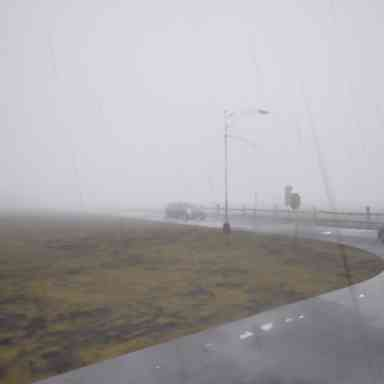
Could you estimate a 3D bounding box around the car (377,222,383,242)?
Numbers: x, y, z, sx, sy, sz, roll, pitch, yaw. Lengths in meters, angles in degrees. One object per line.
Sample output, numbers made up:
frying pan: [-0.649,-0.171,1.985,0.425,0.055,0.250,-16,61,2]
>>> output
car: [10.408,1.654,14.409,1.994,1.385,4.181,-1,-1,-35]

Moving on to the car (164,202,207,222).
car: [-0.687,1.696,29.989,2.097,1.767,4.553,0,-1,-35]
